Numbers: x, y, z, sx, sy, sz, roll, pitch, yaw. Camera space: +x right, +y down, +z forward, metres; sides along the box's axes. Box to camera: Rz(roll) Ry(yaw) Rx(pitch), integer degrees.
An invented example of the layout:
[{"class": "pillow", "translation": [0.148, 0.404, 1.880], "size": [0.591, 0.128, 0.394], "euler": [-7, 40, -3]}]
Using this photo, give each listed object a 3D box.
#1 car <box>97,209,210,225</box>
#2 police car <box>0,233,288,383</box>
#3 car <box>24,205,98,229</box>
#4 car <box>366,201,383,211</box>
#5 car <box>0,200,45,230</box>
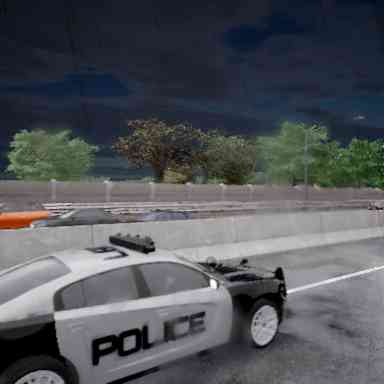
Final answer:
[{"class": "car", "translation": [-1.423, 1.586, 15.877], "size": [5.357, 1.411, 2.033], "euler": [0, 0, -36]}, {"class": "police car", "translation": [-0.703, 1.434, 4.658], "size": [5.238, 1.638, 1.930], "euler": [0, 0, -36]}, {"class": "car", "translation": [-5.751, 1.550, 17.088], "size": [4.674, 1.442, 1.812], "euler": [0, 0, -36]}, {"class": "car", "translation": [24.870, 1.857, 43.206], "size": [5.357, 1.411, 2.033], "euler": [1, 0, -35]}, {"class": "car", "translation": [-10.105, 1.362, 18.281], "size": [4.553, 1.767, 2.097], "euler": [0, 0, -36]}]
